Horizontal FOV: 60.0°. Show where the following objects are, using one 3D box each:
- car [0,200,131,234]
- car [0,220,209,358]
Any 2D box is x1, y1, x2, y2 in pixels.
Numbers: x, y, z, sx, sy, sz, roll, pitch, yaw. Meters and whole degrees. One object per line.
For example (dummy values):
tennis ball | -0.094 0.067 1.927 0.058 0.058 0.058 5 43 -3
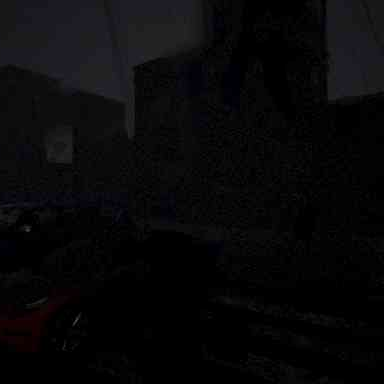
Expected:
car | -3.778 1.238 8.018 2.435 2.045 5.566 0 0 36
car | -1.515 1.516 6.402 2.163 1.488 4.792 0 0 36
